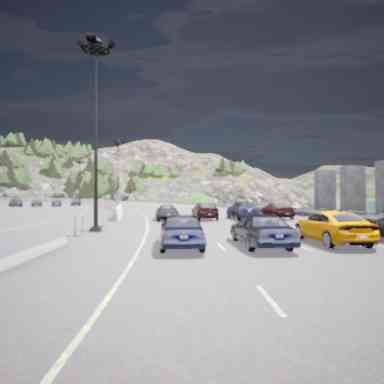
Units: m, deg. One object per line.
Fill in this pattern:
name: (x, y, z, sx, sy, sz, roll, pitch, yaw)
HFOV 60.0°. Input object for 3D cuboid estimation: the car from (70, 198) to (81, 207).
car: (-23.068, 2.156, 66.019, 1.812, 1.442, 4.674, 0, -1, -22)

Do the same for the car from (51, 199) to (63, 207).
car: (-26.262, 2.142, 64.581, 2.128, 1.511, 4.902, 0, -1, -22)

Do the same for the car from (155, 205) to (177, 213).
car: (-2.290, 1.848, 30.076, 1.994, 1.385, 4.181, 0, 0, -9)

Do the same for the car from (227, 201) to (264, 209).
car: (4.666, 1.638, 30.925, 2.097, 1.767, 4.553, 0, -1, -9)

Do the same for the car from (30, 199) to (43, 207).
car: (-29.455, 2.130, 63.144, 1.812, 1.442, 4.674, 0, -1, -22)

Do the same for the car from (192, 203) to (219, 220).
car: (1.142, 1.766, 30.773, 1.882, 1.535, 5.008, 0, 0, -9)

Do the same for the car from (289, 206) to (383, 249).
car: (6.469, 1.620, 15.423, 1.882, 1.535, 5.008, 0, 0, -4)

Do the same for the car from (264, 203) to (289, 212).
car: (8.058, 1.772, 31.855, 1.882, 1.535, 5.008, 0, 0, -9)

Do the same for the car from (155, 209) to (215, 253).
car: (-0.470, 1.684, 14.417, 2.033, 1.411, 5.357, 0, -1, -4)

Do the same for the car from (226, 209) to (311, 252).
car: (3.021, 1.684, 14.670, 2.033, 1.411, 5.357, 0, -1, -4)

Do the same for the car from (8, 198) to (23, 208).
car: (-32.659, 1.951, 61.738, 2.097, 1.767, 4.553, 0, -1, -22)
